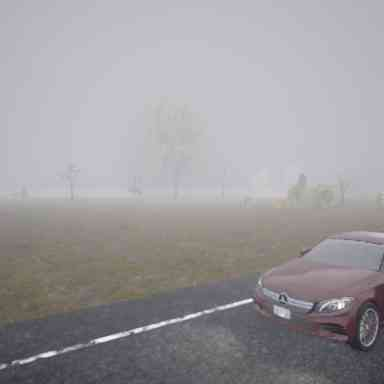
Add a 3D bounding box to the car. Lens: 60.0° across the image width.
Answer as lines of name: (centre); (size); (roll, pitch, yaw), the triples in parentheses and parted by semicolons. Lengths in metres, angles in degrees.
car: (3.226, 1.519, 6.292); (4.674, 1.442, 1.812); (0, 0, -35)
